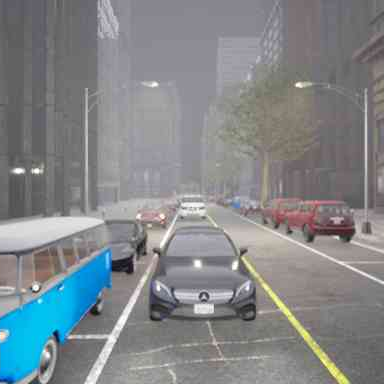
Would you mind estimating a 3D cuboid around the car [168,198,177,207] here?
[{"bbox_3d":[-2.697,1.658,38.758,1.802,1.307,4.206,0,0,-1],"label":"car"}]

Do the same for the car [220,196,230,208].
[{"bbox_3d":[5.722,1.692,50.105,1.802,1.307,4.206,0,0,-1],"label":"car"}]

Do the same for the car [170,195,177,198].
[{"bbox_3d":[-2.802,1.633,49.865,1.752,1.417,4.829,0,0,-1],"label":"car"}]

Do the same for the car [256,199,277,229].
[{"bbox_3d":[5.987,1.353,21.908,2.192,1.841,5.009,0,0,-1],"label":"car"}]

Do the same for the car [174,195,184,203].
[{"bbox_3d":[-3.068,1.545,78.227,2.192,1.841,5.009,0,0,-1],"label":"car"}]

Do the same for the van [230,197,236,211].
[{"bbox_3d":[5.829,1.419,38.826,1.690,1.788,3.998,0,0,-1],"label":"van"}]

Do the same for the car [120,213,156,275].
[{"bbox_3d":[-2.432,1.579,10.564,1.947,1.339,4.313,0,0,-1],"label":"car"}]

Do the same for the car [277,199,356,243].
[{"bbox_3d":[6.040,1.341,16.269,2.192,1.841,5.009,0,0,-1],"label":"car"}]

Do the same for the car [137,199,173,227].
[{"bbox_3d":[-2.538,1.477,21.842,1.967,1.590,4.097,0,0,-1],"label":"car"}]

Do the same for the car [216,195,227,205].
[{"bbox_3d":[5.668,1.698,55.742,1.947,1.339,4.313,0,0,-1],"label":"car"}]

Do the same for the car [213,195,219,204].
[{"bbox_3d":[5.616,1.472,61.383,2.192,1.841,5.009,0,0,-1],"label":"car"}]

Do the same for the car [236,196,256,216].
[{"bbox_3d":[5.882,1.505,33.187,1.967,1.590,4.097,0,0,-1],"label":"car"}]

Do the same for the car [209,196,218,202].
[{"bbox_3d":[5.402,1.785,84.110,1.752,1.417,4.829,0,0,-1],"label":"car"}]

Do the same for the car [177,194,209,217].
[{"bbox_3d":[0.059,1.270,29.389,2.150,2.045,5.566,0,1,-1],"label":"car"}]

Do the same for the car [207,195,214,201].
[{"bbox_3d":[5.298,1.756,95.219,1.967,1.590,4.097,0,0,-1],"label":"car"}]

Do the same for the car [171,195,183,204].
[{"bbox_3d":[-2.962,1.495,66.951,2.192,1.841,5.009,0,0,-1],"label":"car"}]

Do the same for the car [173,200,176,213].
[{"bbox_3d":[-2.591,1.594,27.480,1.887,1.381,4.507,0,0,-1],"label":"car"}]

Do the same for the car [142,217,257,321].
[{"bbox_3d":[0.166,1.534,7.416,1.812,1.442,4.674,0,0,0],"label":"car"}]

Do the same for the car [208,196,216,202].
[{"bbox_3d":[5.351,1.868,89.578,1.802,1.307,4.206,0,0,-1],"label":"car"}]

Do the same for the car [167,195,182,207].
[{"bbox_3d":[-2.857,1.446,55.673,2.192,1.841,5.009,0,0,-1],"label":"car"}]

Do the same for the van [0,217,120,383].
[{"bbox_3d":[-2.378,1.346,4.926,1.690,1.788,3.998,0,0,-1],"label":"van"}]

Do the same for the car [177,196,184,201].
[{"bbox_3d":[-3.227,1.879,95.142,1.947,1.339,4.313,0,0,-1],"label":"car"}]

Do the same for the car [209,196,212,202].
[{"bbox_3d":[5.457,1.798,78.299,1.947,1.339,4.313,0,0,-1],"label":"car"}]
